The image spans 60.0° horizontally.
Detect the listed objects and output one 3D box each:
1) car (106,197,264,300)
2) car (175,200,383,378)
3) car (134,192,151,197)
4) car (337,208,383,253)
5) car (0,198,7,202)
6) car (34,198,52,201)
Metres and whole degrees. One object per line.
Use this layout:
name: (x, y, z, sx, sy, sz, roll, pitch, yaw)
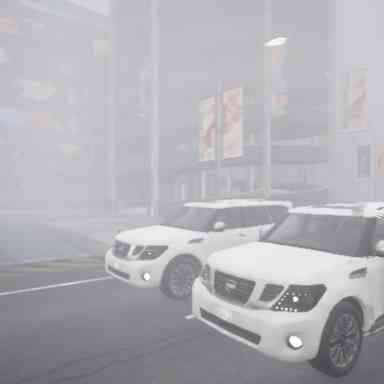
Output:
car: (0.628, 1.232, 8.757, 5.566, 2.045, 2.150, 0, 0, -36)
car: (2.669, 1.232, 5.913, 5.566, 2.045, 2.150, 0, 0, -36)
car: (-9.464, 1.089, 65.038, 2.435, 2.045, 5.566, 0, 0, -36)
car: (8.505, 1.532, 14.519, 4.892, 1.490, 1.837, 0, 0, -37)
car: (-23.145, 1.334, 39.603, 2.002, 1.452, 4.674, 0, 0, -36)
car: (-23.976, 1.492, 53.535, 1.895, 1.301, 4.718, 0, 0, -36)
